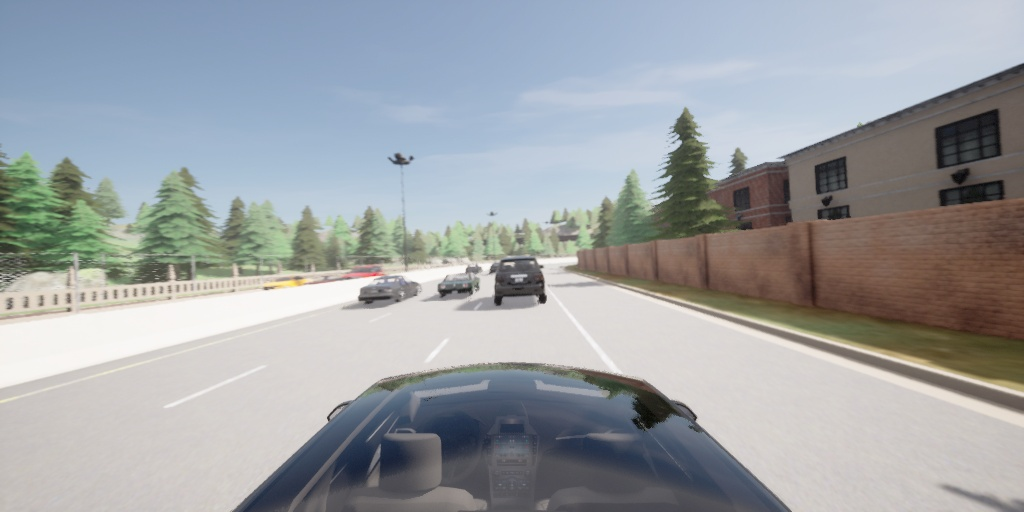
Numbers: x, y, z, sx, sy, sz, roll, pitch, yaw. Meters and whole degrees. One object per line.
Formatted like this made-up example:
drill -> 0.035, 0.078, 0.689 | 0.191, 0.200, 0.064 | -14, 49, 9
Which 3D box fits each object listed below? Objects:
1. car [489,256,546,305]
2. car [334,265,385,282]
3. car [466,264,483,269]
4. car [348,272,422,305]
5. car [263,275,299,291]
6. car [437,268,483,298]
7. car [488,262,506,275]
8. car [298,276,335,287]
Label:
car -> 0.367, 1.055, 16.978 | 2.150, 2.045, 5.566 | -3, 0, 2
car -> -13.271, 1.879, 32.372 | 2.150, 2.045, 5.566 | -3, -1, 2
car -> -5.327, 1.862, 51.055 | 2.128, 1.511, 4.902 | -3, 0, 6
car -> -6.532, 1.769, 19.701 | 2.033, 1.411, 5.357 | -3, 0, 2
car -> -20.247, 2.525, 32.485 | 1.882, 1.535, 5.008 | -3, -1, 2
car -> -2.986, 1.643, 21.254 | 1.895, 1.301, 4.718 | -3, 0, 2
car -> -1.965, 1.685, 49.379 | 1.837, 1.490, 4.892 | -4, 0, 5
car -> -16.741, 2.463, 32.543 | 1.895, 1.301, 4.718 | -3, 0, 2
